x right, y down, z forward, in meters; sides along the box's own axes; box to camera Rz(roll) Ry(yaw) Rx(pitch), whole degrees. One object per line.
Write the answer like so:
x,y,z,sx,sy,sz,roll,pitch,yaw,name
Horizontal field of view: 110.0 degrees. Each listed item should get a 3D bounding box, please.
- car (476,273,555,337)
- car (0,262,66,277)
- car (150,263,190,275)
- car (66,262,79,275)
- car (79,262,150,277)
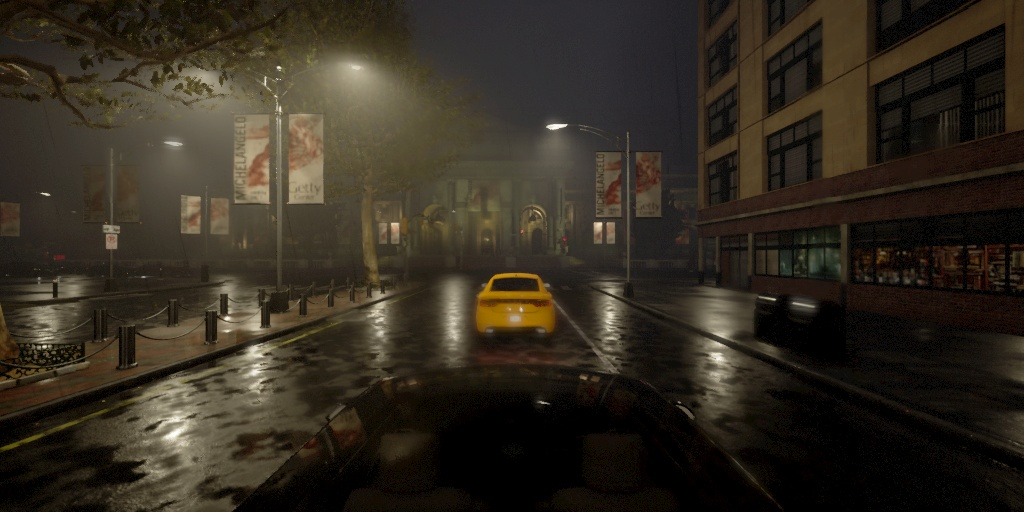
0.119,1.228,10.350,1.882,1.535,5.008,0,0,1,car
-47.082,1.276,34.831,4.674,1.442,1.812,0,0,0,car
-37.404,1.351,38.290,4.718,1.301,1.895,0,0,0,car
-47.010,1.297,38.344,5.357,1.411,2.033,0,0,0,car
-38.513,1.314,34.793,4.181,1.385,1.994,0,0,0,car
